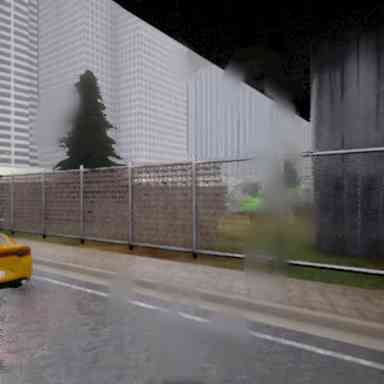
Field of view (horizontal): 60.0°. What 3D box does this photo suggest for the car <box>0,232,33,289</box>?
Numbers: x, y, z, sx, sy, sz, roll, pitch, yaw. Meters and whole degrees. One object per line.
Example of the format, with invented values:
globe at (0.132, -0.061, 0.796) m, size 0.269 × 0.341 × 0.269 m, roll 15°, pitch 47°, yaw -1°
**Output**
car at (-5.971, 1.546, 8.252) m, size 5.008 × 1.535 × 1.882 m, roll 0°, pitch 0°, yaw 35°
